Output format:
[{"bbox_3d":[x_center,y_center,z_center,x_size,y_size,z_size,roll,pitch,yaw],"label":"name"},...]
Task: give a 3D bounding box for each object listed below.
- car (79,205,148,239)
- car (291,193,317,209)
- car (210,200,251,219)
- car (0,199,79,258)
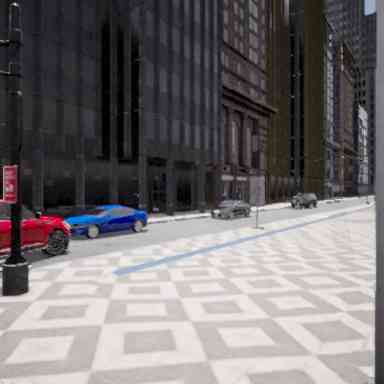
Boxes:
[{"bbox_3d":[-4.562,1.496,17.865,1.882,1.535,5.008,0,0,36],"label":"car"},{"bbox_3d":[15.472,1.179,45.739,2.150,2.045,5.566,0,0,36],"label":"car"},{"bbox_3d":[3.408,1.500,29.012,2.128,1.511,4.902,0,1,36],"label":"car"},{"bbox_3d":[-6.234,1.240,10.283,2.150,2.045,5.566,-2,-1,16],"label":"car"}]
